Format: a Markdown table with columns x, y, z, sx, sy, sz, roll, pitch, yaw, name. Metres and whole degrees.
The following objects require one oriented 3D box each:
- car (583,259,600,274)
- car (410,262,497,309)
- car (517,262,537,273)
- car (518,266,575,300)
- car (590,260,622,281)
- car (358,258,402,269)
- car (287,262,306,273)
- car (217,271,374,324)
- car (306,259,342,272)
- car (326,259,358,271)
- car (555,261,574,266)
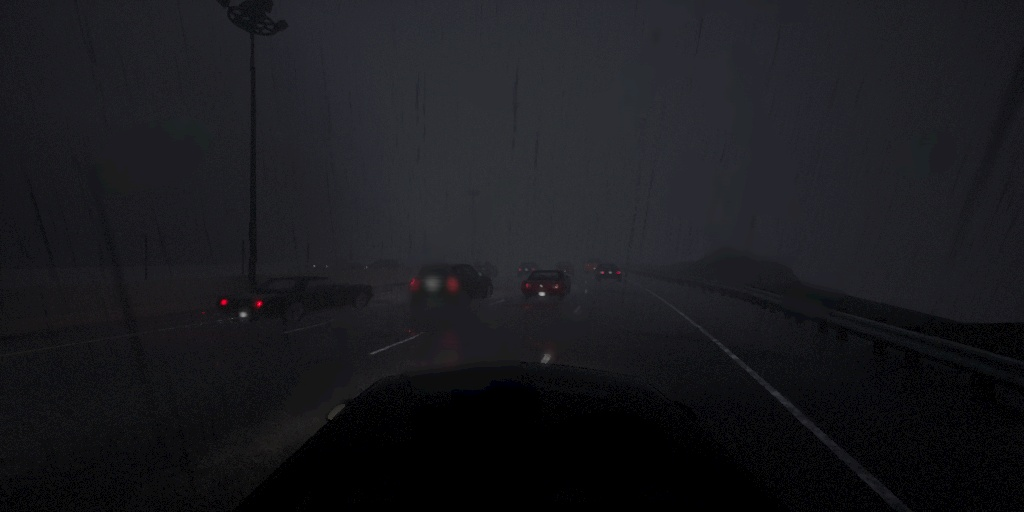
| x | y | z | sx | sy | sz | roll | pitch | yaw | name |
| --- | --- | --- | --- | --- | --- | --- | --- | --- | --- |
| 9.530 | 1.102 | 42.011 | 2.097 | 1.767 | 4.553 | 0 | 0 | 7 | car |
| -2.414 | 1.102 | 15.378 | 2.097 | 1.767 | 4.553 | 0 | 0 | 15 | car |
| 1.670 | 1.297 | 35.171 | 2.033 | 1.411 | 5.357 | 0 | 0 | 8 | car |
| 1.851 | 1.351 | 17.831 | 1.895 | 1.301 | 4.718 | 0 | 0 | 14 | car |
| 7.874 | 1.297 | 29.732 | 2.033 | 1.411 | 5.357 | 0 | 0 | 9 | car |
| -12.687 | 1.102 | 35.409 | 2.097 | 1.767 | 4.553 | 0 | 0 | 9 | car |
| -22.657 | 1.314 | 39.643 | 1.994 | 1.385 | 4.181 | 0 | 0 | 8 | car |
| -6.889 | 1.351 | 12.178 | 1.895 | 1.301 | 4.718 | 0 | 0 | 16 | car |
| -19.292 | 1.102 | 38.520 | 2.097 | 1.767 | 4.553 | 0 | 0 | 8 | car |
| -16.146 | 1.314 | 35.920 | 1.994 | 1.385 | 4.181 | 0 | 0 | 9 | car |
| 5.415 | 1.276 | 37.064 | 1.812 | 1.442 | 4.674 | 0 | 0 | 8 | car |
